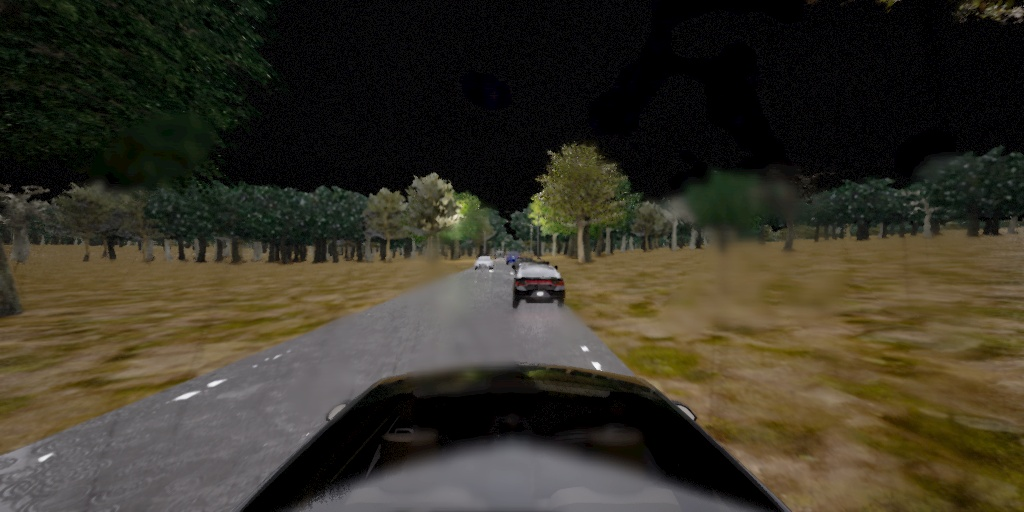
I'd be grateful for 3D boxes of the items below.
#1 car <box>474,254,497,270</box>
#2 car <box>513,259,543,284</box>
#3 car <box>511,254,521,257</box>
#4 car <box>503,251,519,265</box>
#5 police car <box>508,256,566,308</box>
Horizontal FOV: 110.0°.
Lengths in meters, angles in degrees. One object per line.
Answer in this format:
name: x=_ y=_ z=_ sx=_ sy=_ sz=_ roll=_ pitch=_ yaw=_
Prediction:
car: x=-2.943 y=0.743 z=38.717 sx=1.812 sy=1.442 sz=4.674 roll=0 pitch=1 yaw=1
car: x=0.973 y=0.953 z=24.246 sx=1.812 sy=1.442 sz=4.674 roll=0 pitch=1 yaw=0
car: x=0.994 y=0.850 z=30.245 sx=1.837 sy=1.490 sz=4.892 roll=0 pitch=1 yaw=0
car: x=0.220 y=0.238 z=54.629 sx=2.150 sy=2.045 sz=5.566 roll=0 pitch=1 yaw=1
police car: x=0.937 y=0.993 z=14.354 sx=1.930 sy=1.638 sz=5.238 roll=0 pitch=1 yaw=0
